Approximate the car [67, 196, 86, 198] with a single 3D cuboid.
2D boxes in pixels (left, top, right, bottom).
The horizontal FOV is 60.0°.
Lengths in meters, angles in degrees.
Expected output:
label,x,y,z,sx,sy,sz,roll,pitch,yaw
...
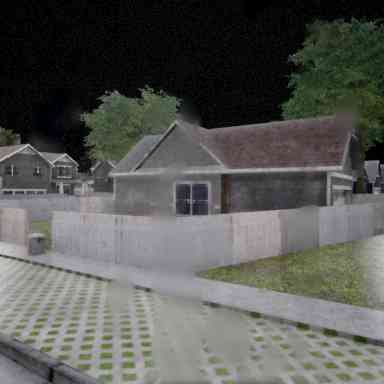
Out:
label,x,y,z,sx,sy,sz,roll,pitch,yaw
car,-12.753,1.167,36.183,1.837,1.490,4.892,1,1,34
